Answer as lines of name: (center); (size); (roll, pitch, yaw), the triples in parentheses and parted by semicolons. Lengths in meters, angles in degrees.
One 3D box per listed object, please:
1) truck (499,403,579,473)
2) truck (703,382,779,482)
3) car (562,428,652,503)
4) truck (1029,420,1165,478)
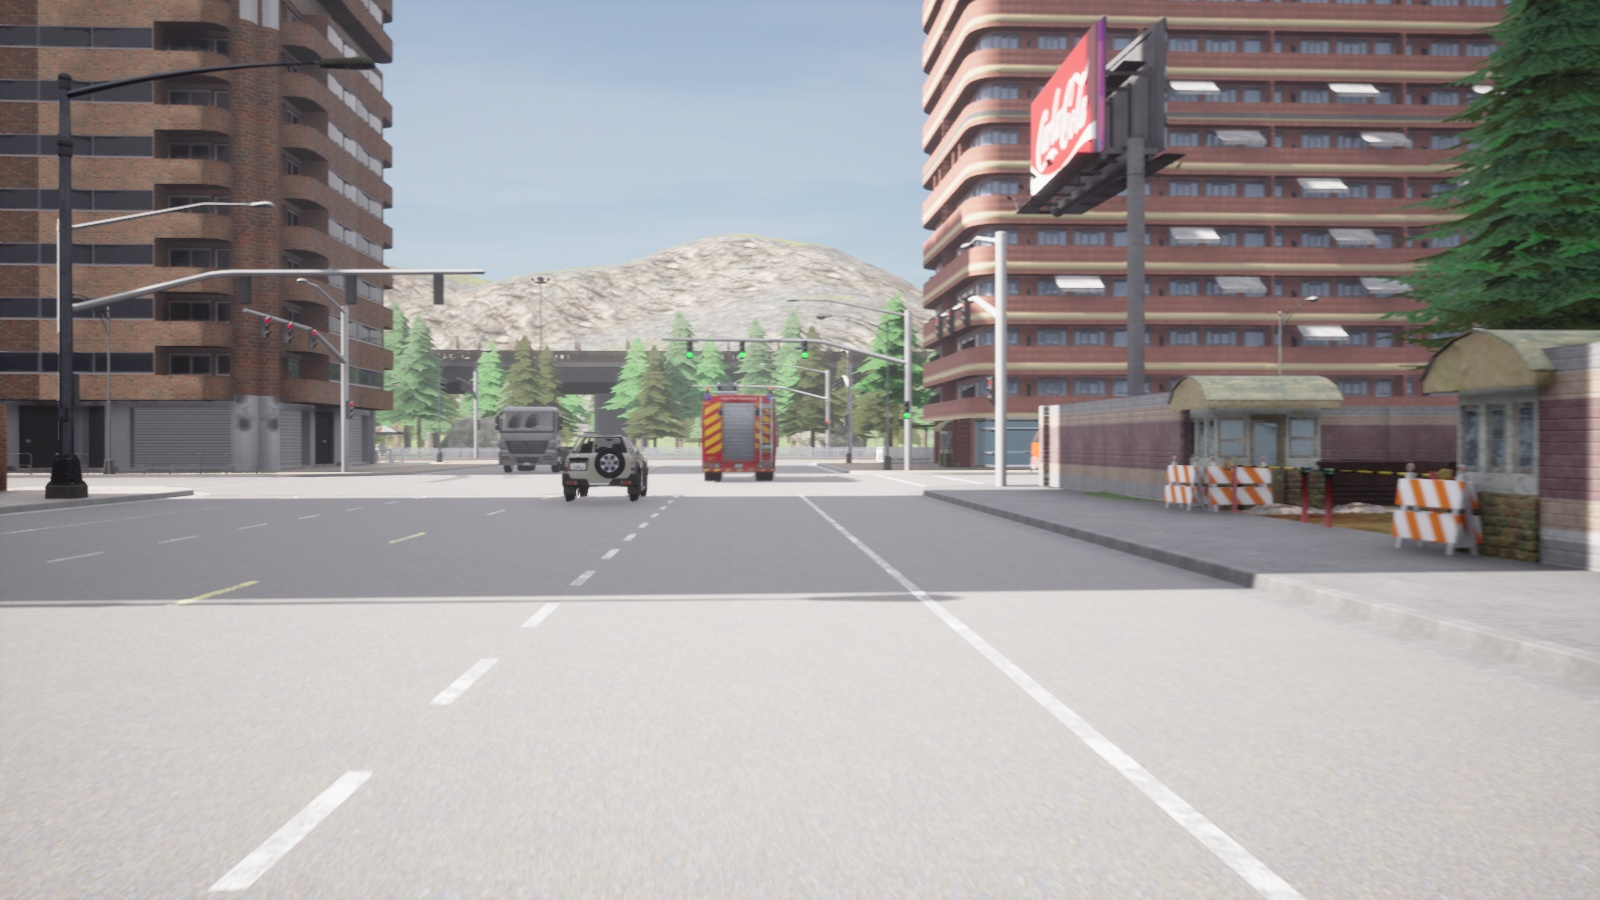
truck: (-13.652, -0.611, 66.309); (2.891, 3.462, 7.936); (0, 0, -3)
truck: (-2.466, -0.713, 52.234); (2.891, 3.827, 8.468); (0, 0, -3)
car: (-5.082, 0.373, 33.575); (1.932, 1.855, 4.605); (0, 0, -3)
truck: (12.871, -0.046, 54.706); (5.204, 2.467, 2.627); (0, 0, -3)
